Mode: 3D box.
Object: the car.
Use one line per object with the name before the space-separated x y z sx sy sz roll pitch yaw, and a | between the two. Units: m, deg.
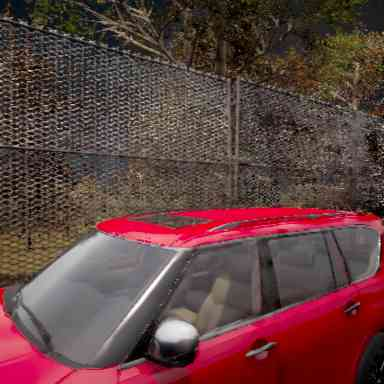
car | -0.073 1.213 3.070 5.566 2.045 2.150 0 1 -36
